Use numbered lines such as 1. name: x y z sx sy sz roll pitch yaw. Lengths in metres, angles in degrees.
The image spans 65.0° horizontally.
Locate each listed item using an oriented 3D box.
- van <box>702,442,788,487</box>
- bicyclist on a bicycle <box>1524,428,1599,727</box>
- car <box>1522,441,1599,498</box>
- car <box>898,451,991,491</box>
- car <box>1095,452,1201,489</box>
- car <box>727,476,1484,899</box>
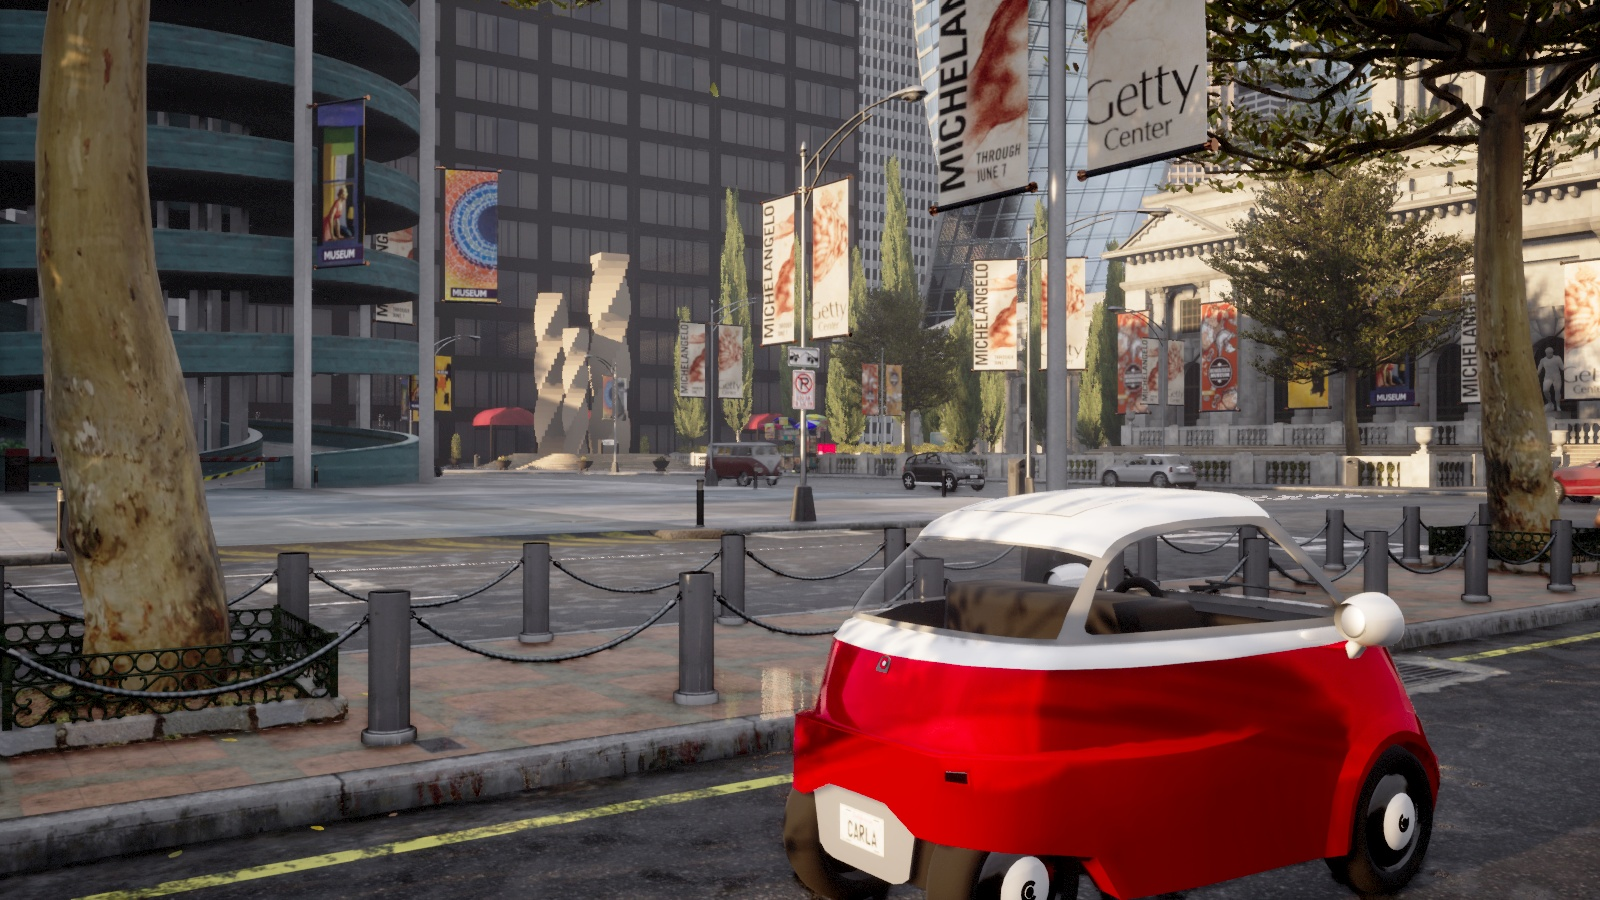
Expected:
1. van: -2.531 0.642 56.999 1.775 1.987 4.442 0 0 -36
2. bicyclist on a bicycle: 4.964 0.688 7.177 1.509 1.612 0.866 0 0 -35
3. car: 24.275 0.562 36.744 2.152 1.651 5.027 0 0 -35
4. car: 5.841 0.836 51.122 1.789 1.549 3.705 0 0 -35
5. car: 14.179 0.806 51.372 1.970 1.475 3.806 0 0 -35
6. car: 1.080 0.808 4.410 2.207 1.376 1.481 0 0 -35
